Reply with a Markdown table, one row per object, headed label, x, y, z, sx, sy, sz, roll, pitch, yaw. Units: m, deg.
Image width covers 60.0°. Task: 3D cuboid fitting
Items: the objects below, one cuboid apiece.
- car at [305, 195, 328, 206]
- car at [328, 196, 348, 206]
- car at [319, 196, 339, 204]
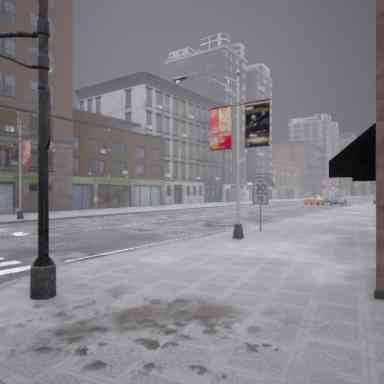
| label | x | y | z | sx | sy | sz | roll | pitch | yaw |
| --- | --- | --- | --- | --- | --- | --- | --- | --- | --- |
| car | 19.300 | 1.181 | 52.250 | 2.097 | 1.767 | 4.553 | 0 | 0 | 35 |
| car | 22.728 | 1.376 | 51.466 | 2.033 | 1.411 | 5.357 | 0 | 0 | 34 |
| car | 24.889 | 1.373 | 60.272 | 2.033 | 1.411 | 5.357 | 0 | 0 | 37 |
